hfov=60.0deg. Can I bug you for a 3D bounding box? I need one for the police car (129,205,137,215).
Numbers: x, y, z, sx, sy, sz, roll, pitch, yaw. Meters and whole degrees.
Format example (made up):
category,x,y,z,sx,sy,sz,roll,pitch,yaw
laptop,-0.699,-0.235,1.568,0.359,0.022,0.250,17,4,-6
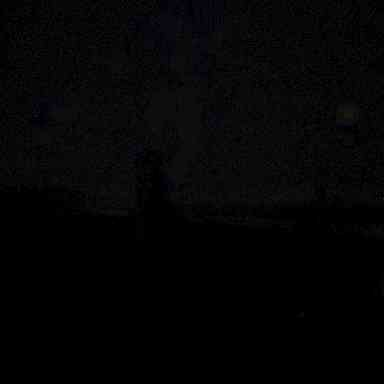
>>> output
category,x,y,z,sx,sy,sz,roll,pitch,yaw
police car,-6.967,2.376,45.869,1.930,1.638,5.238,-2,0,-36
